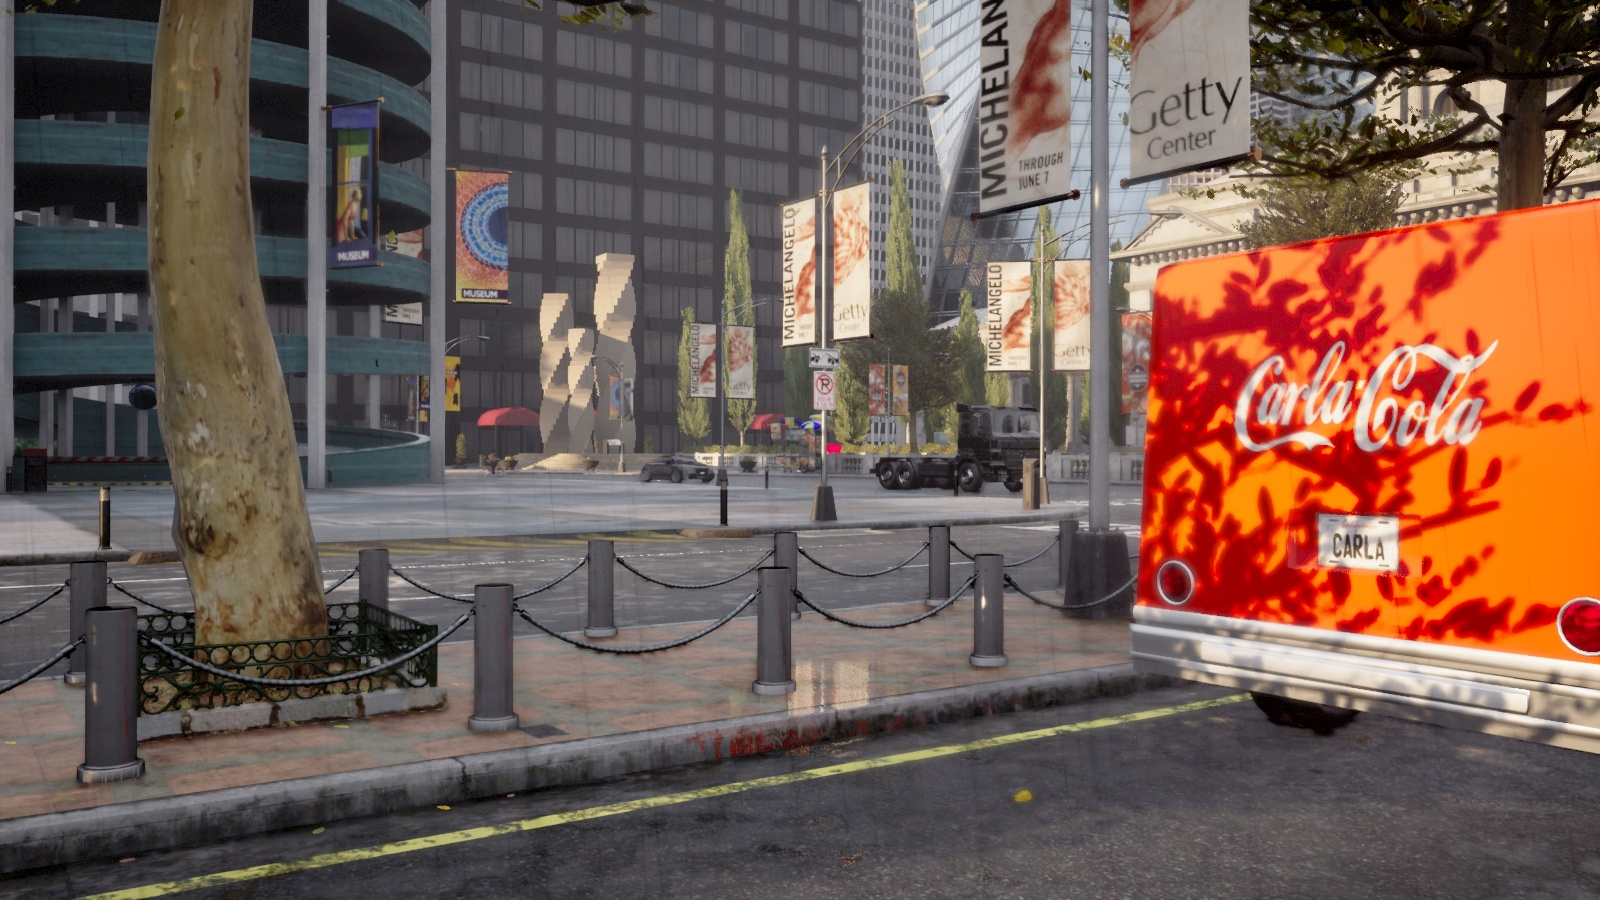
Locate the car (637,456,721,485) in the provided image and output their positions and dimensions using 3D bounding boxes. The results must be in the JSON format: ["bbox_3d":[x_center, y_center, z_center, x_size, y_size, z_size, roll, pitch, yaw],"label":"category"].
[{"bbox_3d":[-6.047,0.974,62.502,1.994,1.385,4.181,0,0,-43],"label":"car"}]

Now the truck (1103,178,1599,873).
[{"bbox_3d":[4.417,0.266,6.736,5.204,2.467,2.627,0,0,-35],"label":"truck"}]

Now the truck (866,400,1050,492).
[{"bbox_3d":[6.281,-0.125,51.367,2.891,3.462,7.936,0,0,-35],"label":"truck"}]
